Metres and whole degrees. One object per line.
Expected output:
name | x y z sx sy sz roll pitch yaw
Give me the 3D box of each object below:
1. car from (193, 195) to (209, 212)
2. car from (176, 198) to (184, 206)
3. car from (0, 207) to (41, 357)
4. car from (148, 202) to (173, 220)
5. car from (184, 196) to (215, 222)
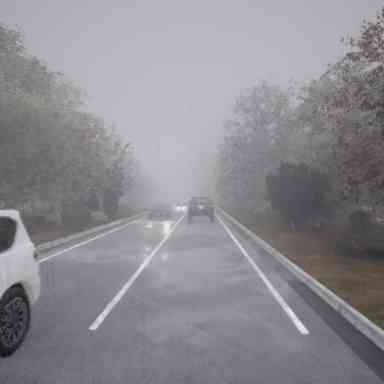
car | 1.298 1.554 46.844 2.150 2.045 5.566 0 0 2
car | -1.891 1.883 62.504 2.128 1.511 4.902 0 0 2
car | -3.556 1.212 3.138 2.150 2.045 5.566 0 0 2
car | -2.797 1.689 30.121 1.837 1.490 4.892 0 -1 2
car | 0.823 1.418 28.738 2.150 2.045 5.566 0 -2 3
